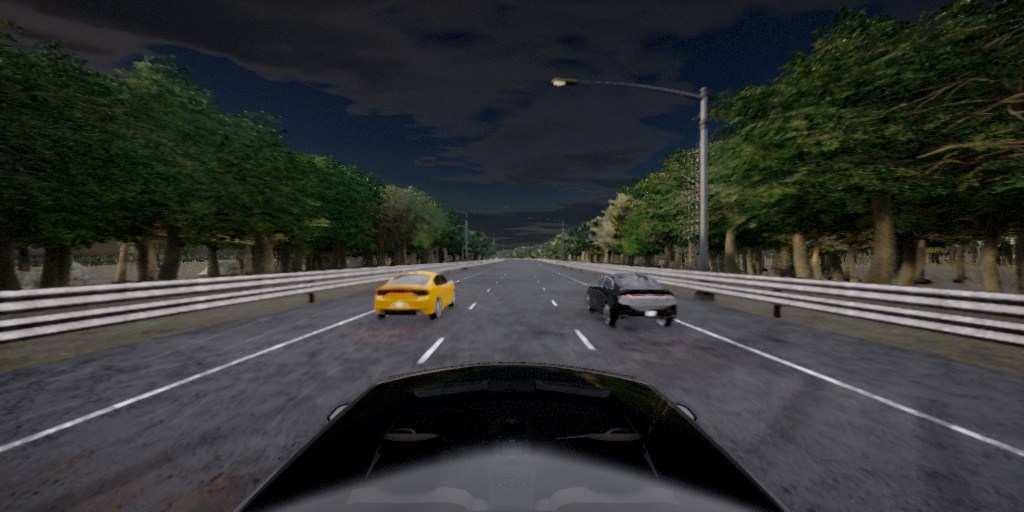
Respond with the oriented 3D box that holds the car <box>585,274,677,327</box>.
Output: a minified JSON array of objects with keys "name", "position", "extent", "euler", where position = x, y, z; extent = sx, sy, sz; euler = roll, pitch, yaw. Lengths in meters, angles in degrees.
[{"name":"car","position":[3.690,1.324,11.863],"extent":[2.128,1.511,4.902],"euler":[0,0,1]}]

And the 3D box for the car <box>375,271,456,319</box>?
[{"name":"car","position":[-3.291,1.294,13.100],"extent":[1.882,1.535,5.008],"euler":[0,0,1]}]
